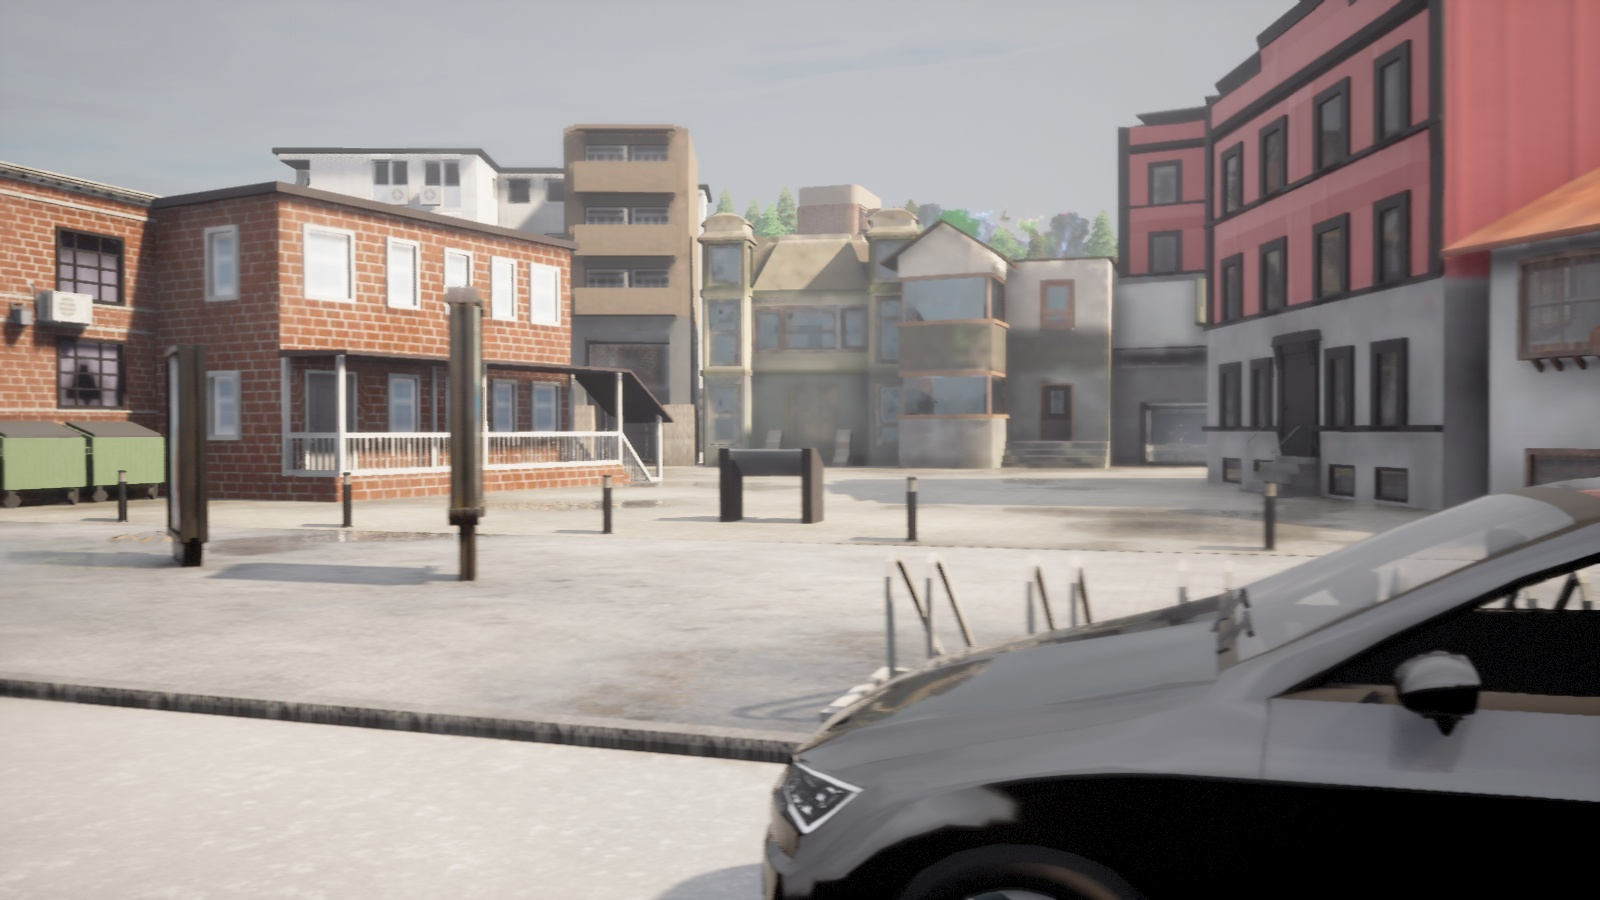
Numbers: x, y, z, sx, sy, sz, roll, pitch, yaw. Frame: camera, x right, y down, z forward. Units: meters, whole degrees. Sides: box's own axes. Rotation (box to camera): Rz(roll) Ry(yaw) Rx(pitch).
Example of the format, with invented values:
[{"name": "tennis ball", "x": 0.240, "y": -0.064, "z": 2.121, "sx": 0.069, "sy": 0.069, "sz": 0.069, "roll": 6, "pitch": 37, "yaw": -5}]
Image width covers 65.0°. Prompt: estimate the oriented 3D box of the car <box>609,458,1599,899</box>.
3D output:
[{"name": "car", "x": 1.834, "y": 0.797, "z": 3.103, "sx": 4.193, "sy": 1.474, "sz": 1.816, "roll": 1, "pitch": 1, "yaw": 19}]
